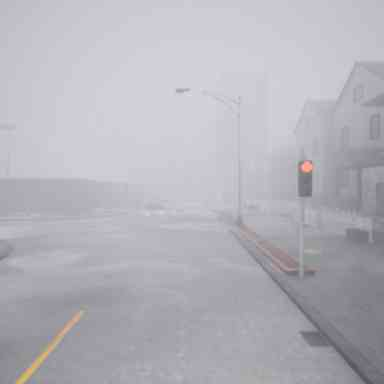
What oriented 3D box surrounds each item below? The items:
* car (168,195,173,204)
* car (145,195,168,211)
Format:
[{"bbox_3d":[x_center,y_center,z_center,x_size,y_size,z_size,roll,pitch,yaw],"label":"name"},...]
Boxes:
[{"bbox_3d":[-4.068,1.149,54.524,1.812,1.442,4.674,0,0,0],"label":"car"},{"bbox_3d":[-4.098,1.268,37.295,1.812,1.442,4.674,0,1,0],"label":"car"}]
